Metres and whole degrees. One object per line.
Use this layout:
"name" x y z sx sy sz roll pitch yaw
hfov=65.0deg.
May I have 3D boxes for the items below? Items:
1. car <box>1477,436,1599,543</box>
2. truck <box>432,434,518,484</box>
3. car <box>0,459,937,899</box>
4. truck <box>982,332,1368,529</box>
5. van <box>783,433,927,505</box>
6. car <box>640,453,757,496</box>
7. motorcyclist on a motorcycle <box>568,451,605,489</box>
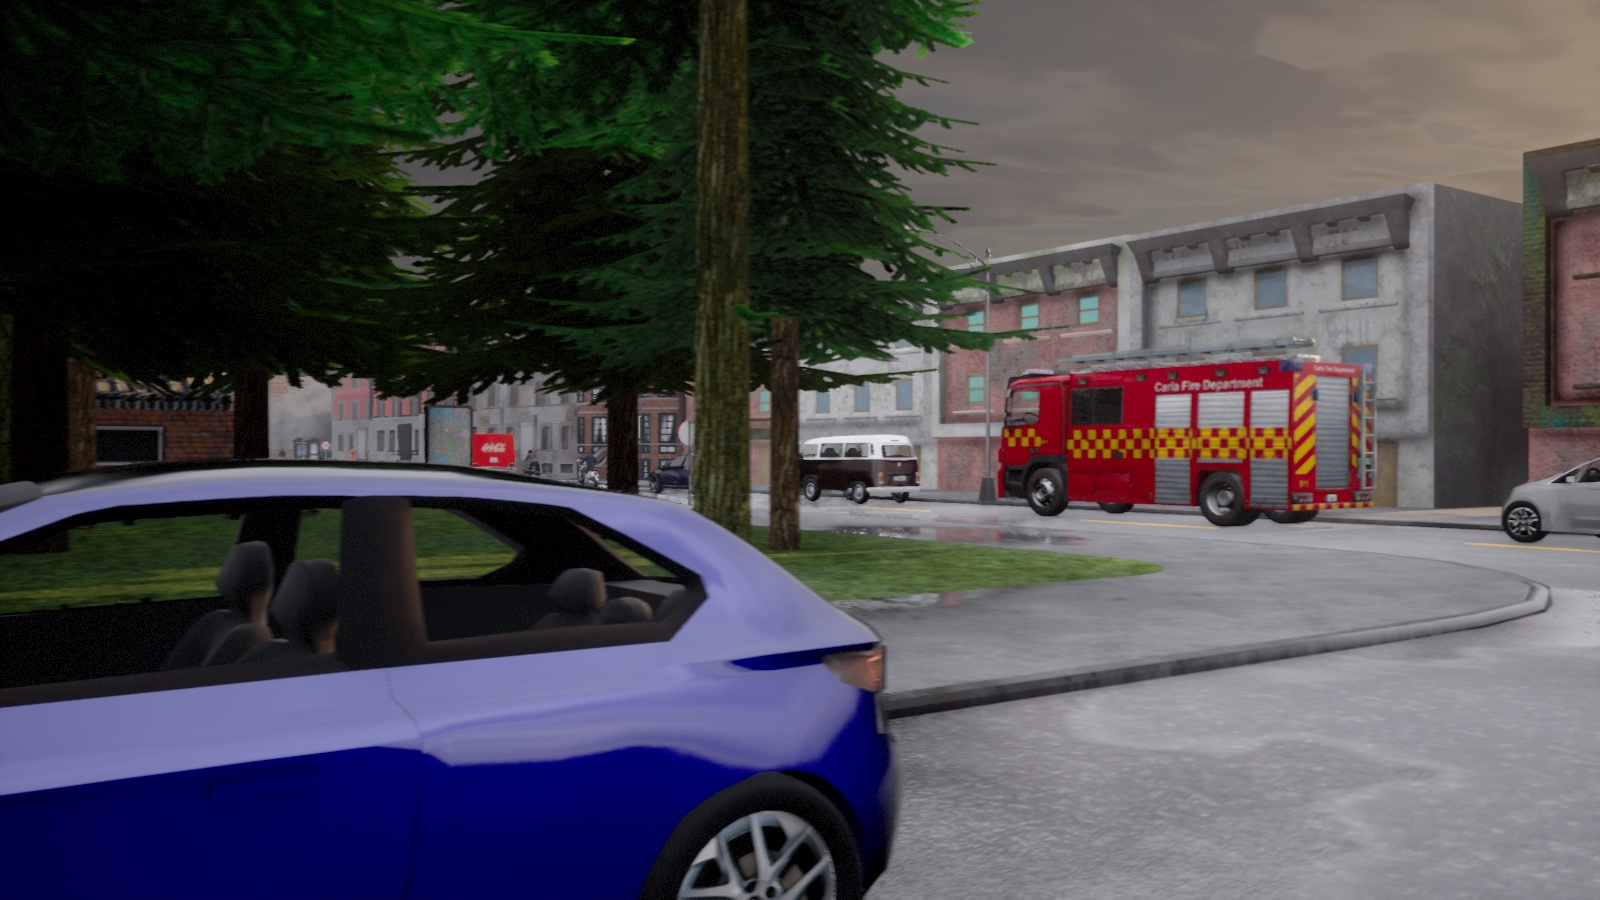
"car" 13.552 0.610 20.018 2.242 1.667 4.611 0 0 -17
"truck" -16.801 0.452 64.785 2.627 2.467 5.204 0 0 -35
"car" -1.869 0.770 2.962 4.193 1.474 1.816 0 0 -35
"truck" 8.136 -0.368 28.620 2.891 3.827 8.468 0 0 -35
"van" 1.605 0.557 38.034 2.069 2.038 4.480 0 0 -34
"car" -3.776 0.864 45.863 2.163 1.488 4.792 0 0 -35
"motorcyclist on a motorcycle" -9.107 0.848 53.618 0.866 1.590 1.817 0 0 -35
